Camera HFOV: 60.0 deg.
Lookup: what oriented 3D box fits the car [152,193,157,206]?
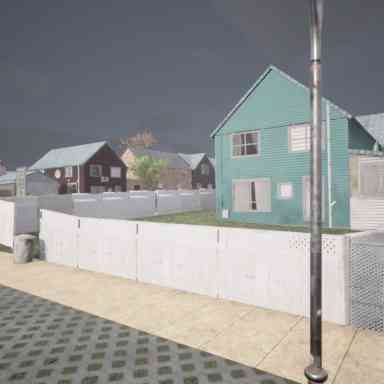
[{"bbox_3d":[-4.669,0.818,32.708,1.882,1.535,5.008,-1,1,35],"label":"car"}]
